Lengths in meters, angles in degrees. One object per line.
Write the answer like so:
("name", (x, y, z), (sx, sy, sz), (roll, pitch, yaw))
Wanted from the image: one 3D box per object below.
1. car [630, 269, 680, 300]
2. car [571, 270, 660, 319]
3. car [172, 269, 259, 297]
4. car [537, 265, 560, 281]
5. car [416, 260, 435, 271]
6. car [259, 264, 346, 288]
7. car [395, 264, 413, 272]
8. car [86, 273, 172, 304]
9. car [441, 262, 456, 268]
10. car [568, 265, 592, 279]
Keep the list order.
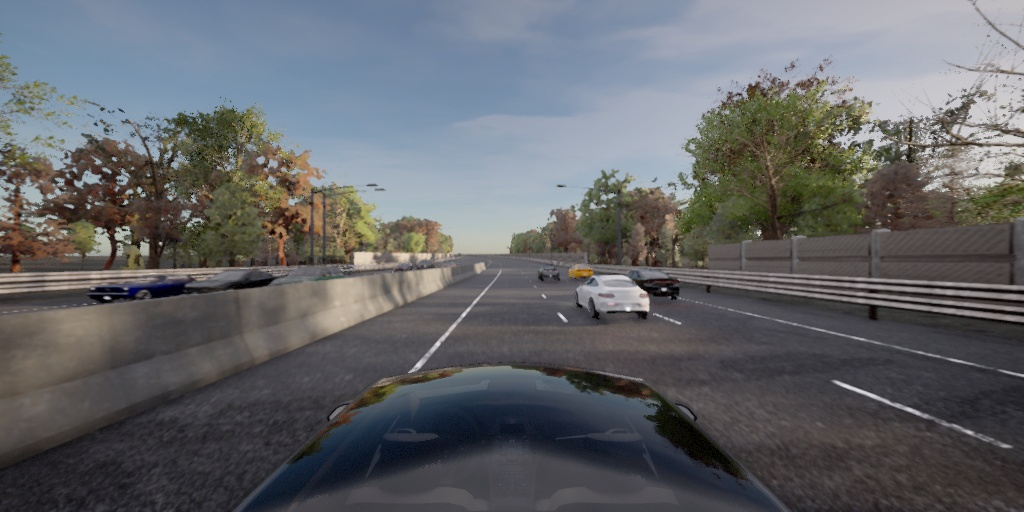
("car", (7.100, 1.440, 19.212), (1.882, 1.535, 5.008), (0, -1, 0))
("car", (3.598, 1.418, 13.415), (1.812, 1.442, 4.674), (0, -1, 0))
("car", (-14.100, 1.431, 18.488), (1.882, 1.535, 5.008), (0, -1, 0))
("car", (3.590, 1.652, 35.672), (2.128, 1.511, 4.902), (0, -1, 0))
("car", (-14.267, 1.626, 59.583), (2.150, 2.045, 5.566), (0, 0, 0))
("car", (-10.600, 1.311, 18.948), (2.097, 1.767, 4.553), (0, -1, 0))
("car", (-17.763, 1.965, 59.189), (1.994, 1.385, 4.181), (0, 0, 0))
("car", (-17.601, 1.546, 17.803), (1.895, 1.301, 4.718), (0, -1, 0))
("car", (-10.790, 1.766, 61.184), (2.097, 1.767, 4.553), (0, 0, 0))
("car", (7.085, 1.657, 37.245), (1.882, 1.535, 5.008), (0, -1, 0))
